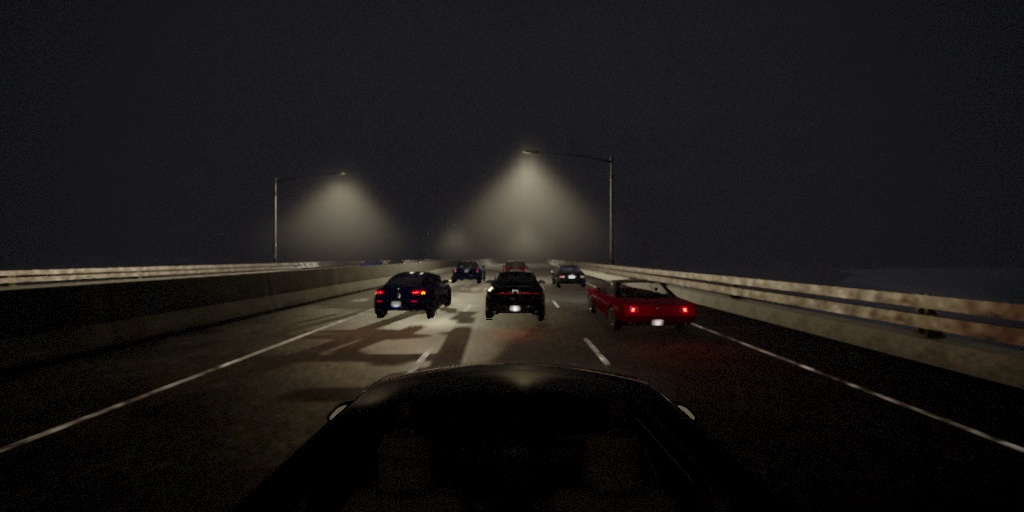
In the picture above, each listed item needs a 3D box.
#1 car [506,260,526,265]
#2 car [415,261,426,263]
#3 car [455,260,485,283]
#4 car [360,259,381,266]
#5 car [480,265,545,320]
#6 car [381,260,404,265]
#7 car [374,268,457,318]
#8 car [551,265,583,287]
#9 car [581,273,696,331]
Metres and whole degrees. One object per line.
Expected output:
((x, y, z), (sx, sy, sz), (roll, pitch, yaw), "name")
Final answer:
((0.293, 1.102, 27.617), (2.097, 1.767, 4.553), (0, 0, 1), "car")
((-13.299, 1.387, 51.932), (1.895, 1.301, 4.718), (0, 0, 2), "car")
((-3.207, 1.102, 27.667), (2.097, 1.767, 4.553), (0, 0, 1), "car")
((-20.296, 1.262, 51.972), (1.882, 1.535, 5.008), (0, 0, 2), "car")
((0.120, 1.248, 12.618), (1.837, 1.490, 4.892), (0, 0, 1), "car")
((-16.799, 1.311, 51.877), (1.812, 1.442, 4.674), (0, 0, 2), "car")
((-3.381, 1.269, 12.846), (1.812, 1.442, 4.674), (0, -1, 1), "car")
((3.717, 1.296, 24.165), (2.033, 1.411, 5.357), (0, 0, 1), "car")
((3.597, 1.345, 10.987), (1.895, 1.301, 4.718), (0, 0, 1), "car")
